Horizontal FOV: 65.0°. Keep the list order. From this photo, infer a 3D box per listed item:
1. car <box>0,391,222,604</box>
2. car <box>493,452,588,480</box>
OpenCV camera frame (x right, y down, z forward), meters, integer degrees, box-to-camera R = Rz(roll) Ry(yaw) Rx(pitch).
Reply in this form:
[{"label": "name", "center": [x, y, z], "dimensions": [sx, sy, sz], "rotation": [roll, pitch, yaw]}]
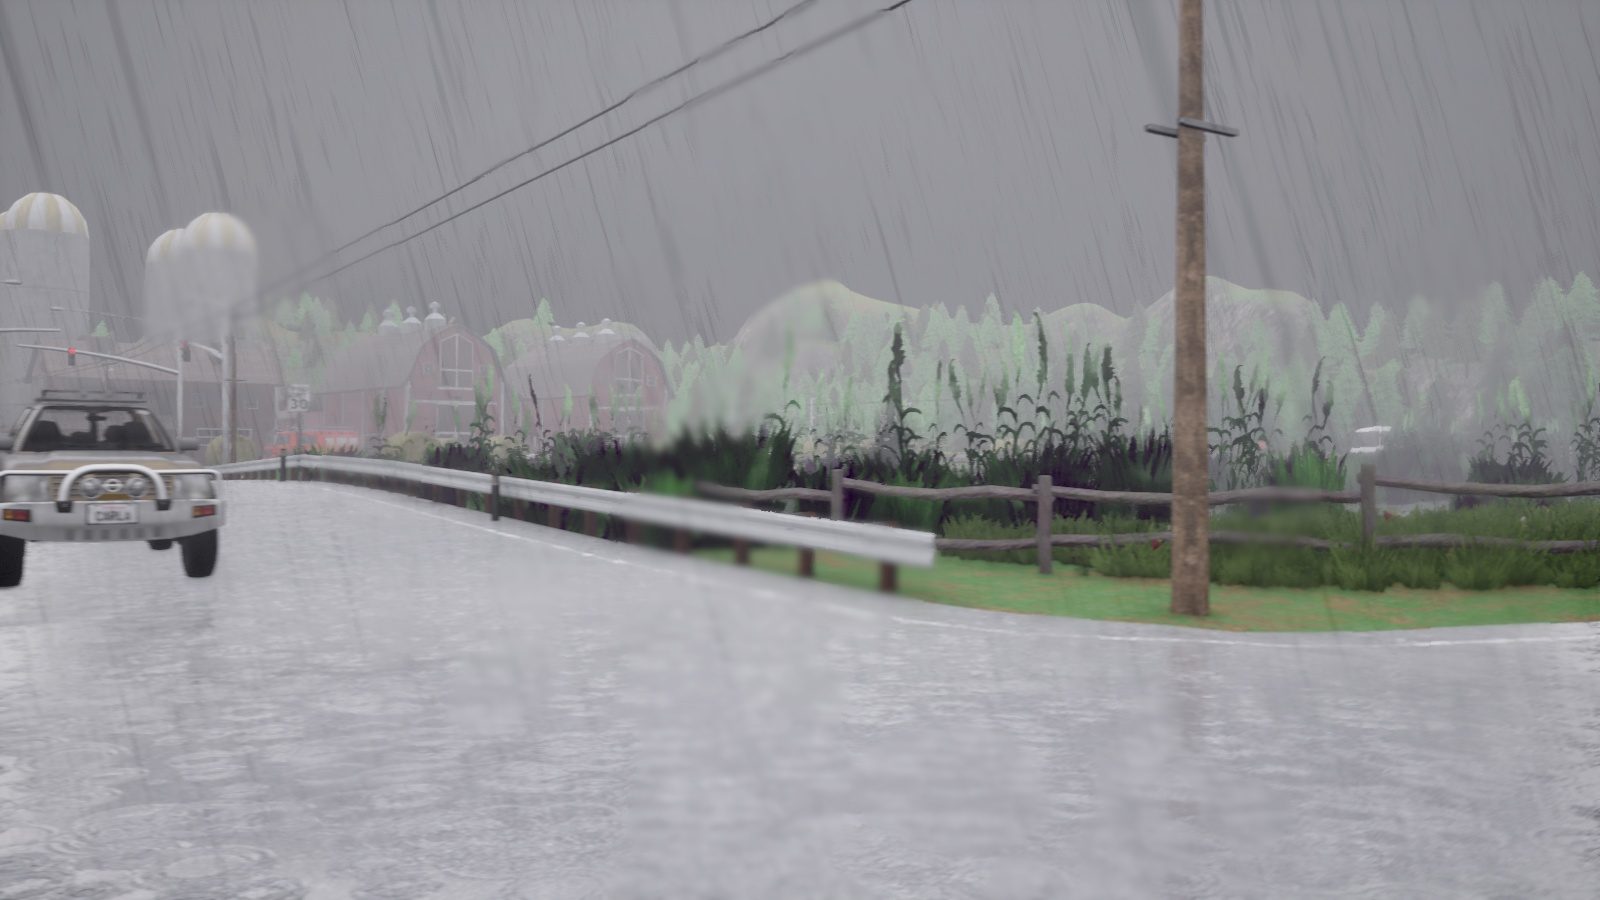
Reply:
[{"label": "car", "center": [-7.564, 0.345, 13.282], "dimensions": [1.932, 1.855, 4.605], "rotation": [0, 2, -34]}, {"label": "car", "center": [-14.767, 0.885, 71.674], "dimensions": [5.008, 1.535, 1.882], "rotation": [0, 0, -38]}]
